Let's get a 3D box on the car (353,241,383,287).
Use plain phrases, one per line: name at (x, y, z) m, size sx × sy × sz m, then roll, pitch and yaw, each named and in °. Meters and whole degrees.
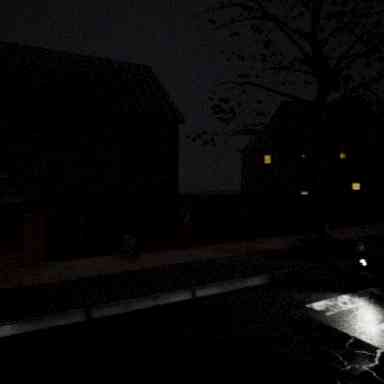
car at (5.902, 1.199, 7.298) m, size 5.357 × 1.411 × 2.033 m, roll -3°, pitch 2°, yaw -31°
